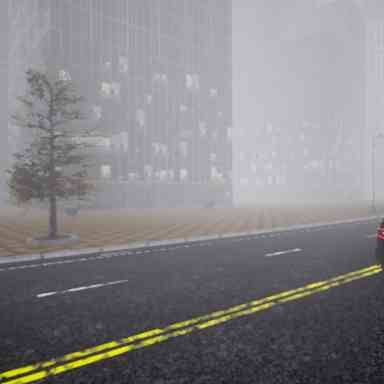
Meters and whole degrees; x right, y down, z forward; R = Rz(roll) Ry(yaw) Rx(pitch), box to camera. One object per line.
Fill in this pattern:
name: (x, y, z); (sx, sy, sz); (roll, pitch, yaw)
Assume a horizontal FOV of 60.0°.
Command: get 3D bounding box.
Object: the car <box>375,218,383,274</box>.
car: (6.971, 1.163, 8.748); (5.566, 2.045, 2.150); (1, -1, -37)
